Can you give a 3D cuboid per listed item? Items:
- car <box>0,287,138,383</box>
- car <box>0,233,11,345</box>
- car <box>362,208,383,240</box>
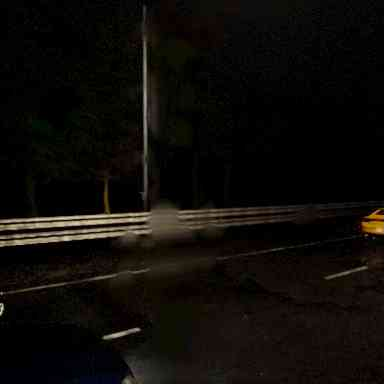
[{"bbox_3d":[-2.373,1.570,2.055,4.181,1.385,1.994,0,0,-35],"label":"car"},{"bbox_3d":[-5.239,1.518,4.309,4.892,1.490,1.837,0,0,-35],"label":"car"},{"bbox_3d":[9.602,1.361,14.894,5.008,1.535,1.882,-1,0,-35],"label":"car"}]
